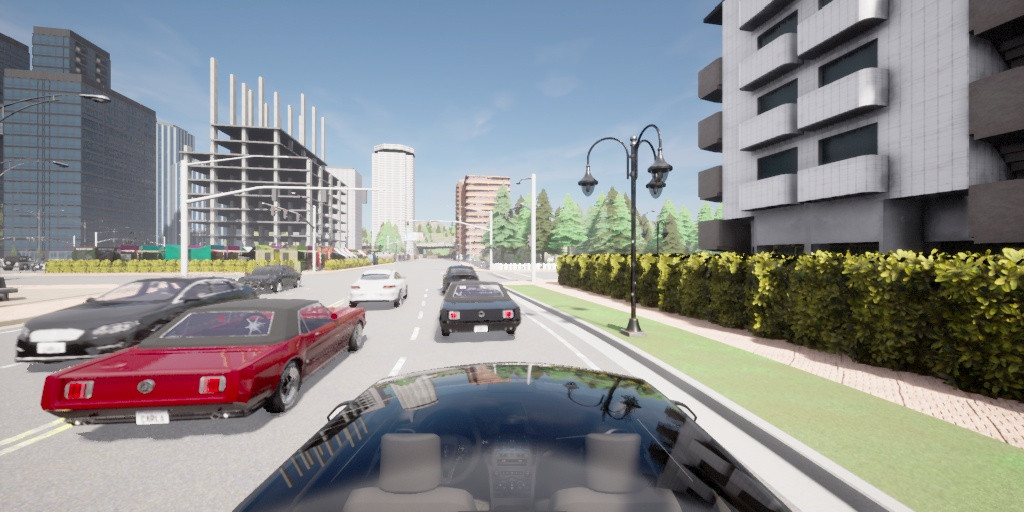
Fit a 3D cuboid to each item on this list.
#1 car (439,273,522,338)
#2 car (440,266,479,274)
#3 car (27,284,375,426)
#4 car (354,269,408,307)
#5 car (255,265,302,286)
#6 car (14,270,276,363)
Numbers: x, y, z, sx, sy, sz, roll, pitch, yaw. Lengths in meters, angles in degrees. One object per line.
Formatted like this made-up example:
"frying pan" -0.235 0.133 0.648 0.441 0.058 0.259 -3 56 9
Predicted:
"car" -1.056 1.352 10.283 1.895 1.301 4.718 0 0 -9
"car" -2.856 1.257 19.643 1.837 1.490 4.892 0 0 -12
"car" -3.908 1.351 5.852 1.895 1.301 4.718 0 0 -7
"car" -5.535 1.277 15.225 1.812 1.442 4.674 0 0 -11
"car" -13.900 1.294 20.838 1.837 1.490 4.892 0 0 -12
"car" -7.909 1.242 8.297 2.128 1.511 4.902 0 0 -9
